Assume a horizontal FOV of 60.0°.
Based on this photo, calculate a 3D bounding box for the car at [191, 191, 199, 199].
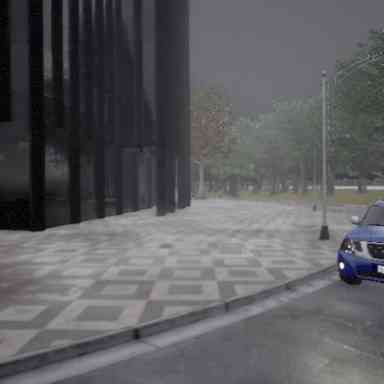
[{"bbox_3d":[0.130,0.562,69.913,2.128,1.511,4.902,-1,2,-35],"label":"car"}]

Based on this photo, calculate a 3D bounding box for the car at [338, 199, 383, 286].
[{"bbox_3d":[5.723,1.210,8.756,2.150,2.045,5.566,0,0,41],"label":"car"}]

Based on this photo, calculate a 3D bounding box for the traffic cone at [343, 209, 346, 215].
[{"bbox_3d":[14.050,1.858,30.647,0.340,0.580,0.340,0,1,24],"label":"traffic cone"}]

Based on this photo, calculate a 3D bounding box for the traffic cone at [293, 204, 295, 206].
[{"bbox_3d":[13.255,1.612,43.213,0.340,0.580,0.340,-1,1,-14],"label":"traffic cone"}]
